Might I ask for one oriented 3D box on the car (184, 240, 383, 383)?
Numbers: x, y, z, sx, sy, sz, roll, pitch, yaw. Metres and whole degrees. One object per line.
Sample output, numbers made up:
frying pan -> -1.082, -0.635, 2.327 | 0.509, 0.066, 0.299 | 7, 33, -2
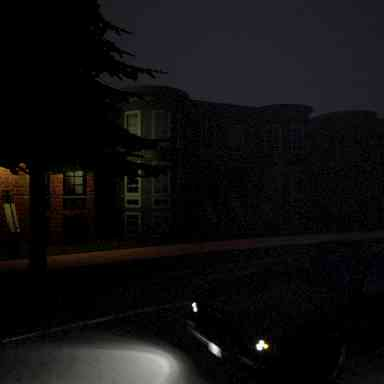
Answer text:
car -> 2.577, 1.547, 5.441 | 5.357, 1.411, 2.033 | 0, 0, -30
